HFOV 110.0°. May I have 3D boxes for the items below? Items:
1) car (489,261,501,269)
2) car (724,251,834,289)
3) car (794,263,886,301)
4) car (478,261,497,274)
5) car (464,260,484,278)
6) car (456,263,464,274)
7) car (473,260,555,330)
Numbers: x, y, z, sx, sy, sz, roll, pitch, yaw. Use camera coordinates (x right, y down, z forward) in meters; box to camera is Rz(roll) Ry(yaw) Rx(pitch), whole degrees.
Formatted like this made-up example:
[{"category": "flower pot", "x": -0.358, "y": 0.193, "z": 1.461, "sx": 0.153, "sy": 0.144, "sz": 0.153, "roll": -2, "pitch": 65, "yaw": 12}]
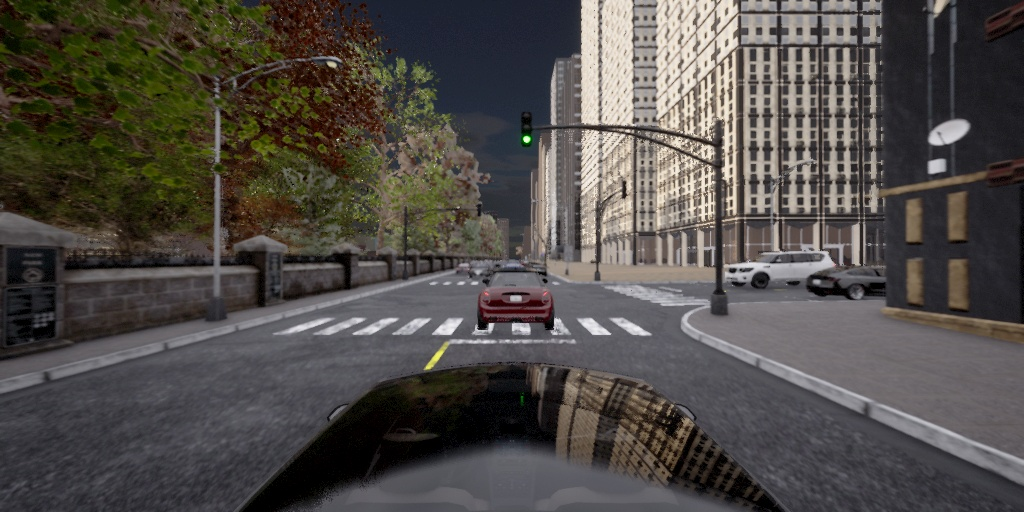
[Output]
[{"category": "car", "x": -2.999, "y": 1.620, "z": 64.936, "sx": 1.895, "sy": 1.301, "sz": 4.718, "roll": 0, "pitch": 0, "yaw": 0}, {"category": "car", "x": 15.340, "y": 0.764, "z": 20.648, "sx": 5.566, "sy": 2.045, "sz": 2.150, "roll": -1, "pitch": 0, "yaw": 0}, {"category": "car", "x": 14.686, "y": 1.074, "z": 14.846, "sx": 4.313, "sy": 1.339, "sz": 1.948, "roll": 0, "pitch": 0, "yaw": 0}, {"category": "car", "x": -3.083, "y": 1.417, "z": 45.683, "sx": 2.128, "sy": 1.511, "sz": 4.902, "roll": 0, "pitch": 0, "yaw": 0}, {"category": "car", "x": -3.083, "y": 1.375, "z": 35.288, "sx": 2.128, "sy": 1.511, "sz": 4.902, "roll": 0, "pitch": 0, "yaw": 1}, {"category": "car", "x": -5.689, "y": 1.499, "z": 43.060, "sx": 1.802, "sy": 1.307, "sz": 4.207, "roll": 0, "pitch": 0, "yaw": 0}, {"category": "car", "x": 0.103, "y": 1.138, "z": 11.461, "sx": 2.097, "sy": 1.767, "sz": 4.553, "roll": 0, "pitch": 0, "yaw": 0}]
